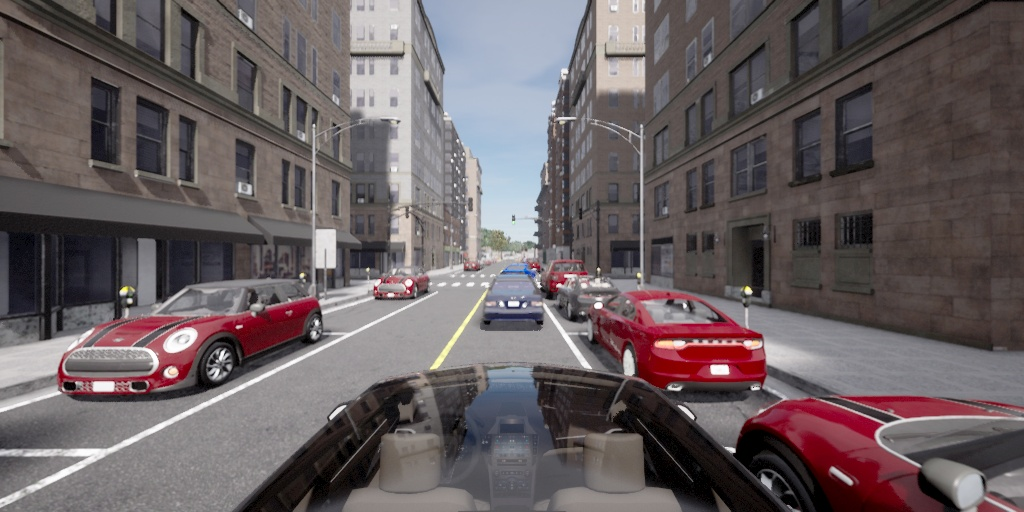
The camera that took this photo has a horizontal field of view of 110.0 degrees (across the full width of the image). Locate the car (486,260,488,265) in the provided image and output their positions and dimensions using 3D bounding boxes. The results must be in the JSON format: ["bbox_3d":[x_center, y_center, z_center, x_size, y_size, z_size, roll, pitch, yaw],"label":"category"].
[{"bbox_3d":[-5.652,1.466,61.660,2.007,1.370,4.403,0,0,0],"label":"car"}]

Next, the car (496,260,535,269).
[{"bbox_3d":[0.582,1.292,25.386,1.882,1.535,5.008,-1,0,12],"label":"car"}]

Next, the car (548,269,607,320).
[{"bbox_3d":[2.597,1.330,12.444,2.007,1.370,4.403,0,0,0],"label":"car"}]

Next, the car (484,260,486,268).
[{"bbox_3d":[-5.632,1.466,56.156,1.948,1.339,4.313,0,0,0],"label":"car"}]

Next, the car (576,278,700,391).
[{"bbox_3d":[2.620,1.309,6.762,1.888,1.381,4.507,0,0,0],"label":"car"}]

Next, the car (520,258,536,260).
[{"bbox_3d":[2.529,1.185,45.182,2.192,1.841,5.009,0,0,0],"label":"car"}]

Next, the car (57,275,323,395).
[{"bbox_3d":[-5.405,1.204,6.729,1.967,1.591,4.097,0,0,0],"label":"car"}]

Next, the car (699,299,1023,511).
[{"bbox_3d":[2.642,1.188,1.080,1.967,1.591,4.097,0,0,0],"label":"car"}]

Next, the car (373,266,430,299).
[{"bbox_3d":[-5.451,1.236,18.093,1.967,1.591,4.097,0,0,0],"label":"car"}]

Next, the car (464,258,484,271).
[{"bbox_3d":[-5.612,1.200,50.652,2.192,1.841,5.009,0,0,0],"label":"car"}]

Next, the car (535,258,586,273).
[{"bbox_3d":[2.574,1.111,18.126,2.192,1.841,5.009,0,0,0],"label":"car"}]

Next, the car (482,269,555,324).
[{"bbox_3d":[0.044,1.327,12.045,2.033,1.411,5.357,0,0,0],"label":"car"}]
